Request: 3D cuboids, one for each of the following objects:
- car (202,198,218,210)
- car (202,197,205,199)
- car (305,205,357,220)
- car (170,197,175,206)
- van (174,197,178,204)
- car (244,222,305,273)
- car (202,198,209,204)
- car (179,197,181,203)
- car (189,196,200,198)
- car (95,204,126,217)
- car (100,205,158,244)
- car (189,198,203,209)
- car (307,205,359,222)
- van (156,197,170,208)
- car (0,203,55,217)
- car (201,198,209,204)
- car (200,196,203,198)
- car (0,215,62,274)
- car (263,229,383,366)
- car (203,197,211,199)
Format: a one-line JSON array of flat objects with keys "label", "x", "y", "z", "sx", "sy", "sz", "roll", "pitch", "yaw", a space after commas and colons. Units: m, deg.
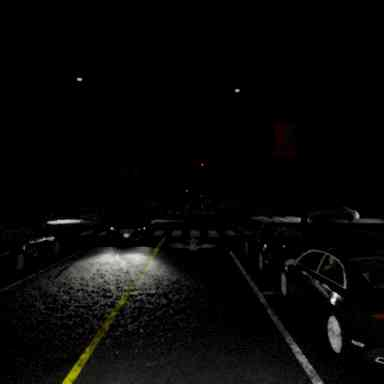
[{"label": "car", "x": 3.113, "y": 2.089, "z": 53.018, "sx": 2.008, "sy": 1.369, "sz": 4.403, "roll": 0, "pitch": -1, "yaw": 1}, {"label": "car", "x": 3.247, "y": 2.203, "z": 64.042, "sx": 2.008, "sy": 1.369, "sz": 4.403, "roll": 0, "pitch": -1, "yaw": 1}, {"label": "car", "x": 15.065, "y": 2.181, "z": 36.168, "sx": 4.892, "sy": 1.490, "sz": 1.837, "roll": 1, "pitch": -1, "yaw": 0}, {"label": "car", "x": -5.210, "y": 2.275, "z": 69.655, "sx": 1.947, "sy": 1.339, "sz": 4.313, "roll": 0, "pitch": -1, "yaw": 1}, {"label": "van", "x": -5.076, "y": 2.165, "z": 80.681, "sx": 1.690, "sy": 1.788, "sz": 3.998, "roll": 0, "pitch": -1, "yaw": 1}, {"label": "car", "x": 2.795, "y": 1.660, "z": 10.838, "sx": 2.008, "sy": 1.369, "sz": 4.403, "roll": 0, "pitch": -1, "yaw": 0}, {"label": "car", "x": 3.517, "y": 2.409, "z": 86.262, "sx": 1.752, "sy": 1.417, "sz": 4.829, "roll": 0, "pitch": -1, "yaw": 1}, {"label": "car", "x": -4.942, "y": 2.254, "z": 91.705, "sx": 2.192, "sy": 1.841, "sz": 5.009, "roll": 0, "pitch": -1, "yaw": 1}, {"label": "car", "x": 0.739, "y": 2.424, "z": 85.134, "sx": 1.994, "sy": 1.385, "sz": 4.181, "roll": 0, "pitch": -1, "yaw": 1}, {"label": "car", "x": -6.240, "y": 1.769, "z": 29.594, "sx": 4.674, "sy": 1.442, "sz": 1.812, "roll": 1, "pitch": 0, "yaw": 0}, {"label": "car", "x": -3.026, "y": 1.663, "z": 17.028, "sx": 2.128, "sy": 1.511, "sz": 4.902, "roll": 0, "pitch": -1, "yaw": -4}, {"label": "car", "x": 0.481, "y": 2.175, "z": 56.484, "sx": 1.895, "sy": 1.301, "sz": 4.718, "roll": 0, "pitch": -1, "yaw": 1}, {"label": "car", "x": 13.993, "y": 2.143, "z": 32.906, "sx": 4.674, "sy": 1.442, "sz": 1.812, "roll": 1, "pitch": -1, "yaw": 0}, {"label": "van", "x": -5.344, "y": 1.936, "z": 58.633, "sx": 1.690, "sy": 1.788, "sz": 3.998, "roll": 0, "pitch": -1, "yaw": 1}, {"label": "car", "x": -13.154, "y": 1.610, "z": 26.399, "sx": 4.181, "sy": 1.385, "sz": 1.994, "roll": 1, "pitch": -1, "yaw": 0}, {"label": "car", "x": 3.582, "y": 2.379, "z": 91.606, "sx": 1.967, "sy": 1.590, "sz": 4.097, "roll": 0, "pitch": -1, "yaw": 1}, {"label": "car", "x": 3.315, "y": 2.024, "z": 69.557, "sx": 2.192, "sy": 1.841, "sz": 5.009, "roll": 0, "pitch": -1, "yaw": 1}, {"label": "car", "x": -5.730, "y": 1.659, "z": 10.867, "sx": 2.008, "sy": 1.369, "sz": 4.403, "roll": 0, "pitch": -1, "yaw": 0}, {"label": "car", "x": 2.780, "y": 1.610, "z": 5.846, "sx": 2.008, "sy": 1.369, "sz": 4.403, "roll": 0, "pitch": -1, "yaw": 0}, {"label": "car", "x": 3.182, "y": 2.122, "z": 58.700, "sx": 1.752, "sy": 1.417, "sz": 4.829, "roll": 0, "pitch": -1, "yaw": 1}]
